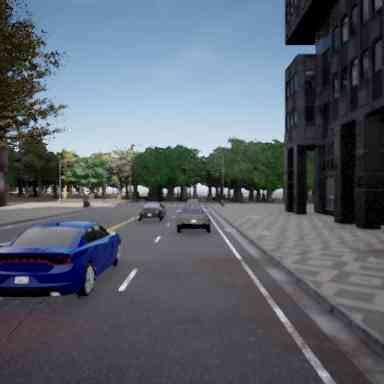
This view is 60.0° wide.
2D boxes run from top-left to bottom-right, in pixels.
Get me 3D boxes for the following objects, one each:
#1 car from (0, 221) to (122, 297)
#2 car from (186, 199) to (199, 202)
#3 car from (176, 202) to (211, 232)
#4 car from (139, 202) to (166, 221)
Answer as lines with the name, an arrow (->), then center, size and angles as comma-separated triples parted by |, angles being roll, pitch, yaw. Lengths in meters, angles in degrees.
car -> -3.153, 1.478, 8.629 | 1.882, 1.535, 5.008 | 0, 0, 0
car -> 0.085, 1.520, 37.416 | 2.033, 1.411, 5.357 | 0, 0, 0
car -> 0.092, 1.564, 20.297 | 1.994, 1.385, 4.181 | 0, 0, 0
car -> -3.147, 1.519, 27.023 | 1.812, 1.442, 4.674 | 0, 0, 0
